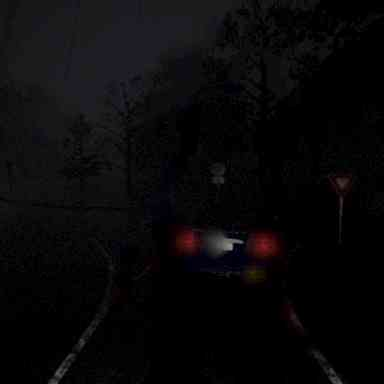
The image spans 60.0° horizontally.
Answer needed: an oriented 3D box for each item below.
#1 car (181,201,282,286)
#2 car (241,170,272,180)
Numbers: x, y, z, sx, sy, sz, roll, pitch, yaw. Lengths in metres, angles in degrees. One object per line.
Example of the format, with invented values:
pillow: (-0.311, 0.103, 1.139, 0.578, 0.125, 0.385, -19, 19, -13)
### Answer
car: (1.270, 1.008, 8.972, 2.097, 1.767, 4.553, 1, 4, 15)
car: (10.036, -2.739, 52.165, 5.008, 1.535, 1.882, 4, 6, 39)
